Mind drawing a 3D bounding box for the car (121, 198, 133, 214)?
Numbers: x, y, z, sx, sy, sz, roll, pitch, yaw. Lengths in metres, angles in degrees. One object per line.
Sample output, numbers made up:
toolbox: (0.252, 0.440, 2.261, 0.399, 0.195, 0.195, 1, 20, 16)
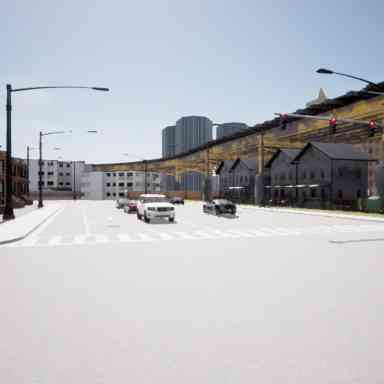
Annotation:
car: (-6.147, 1.601, 35.736, 1.895, 1.301, 4.718, 0, 0, -19)

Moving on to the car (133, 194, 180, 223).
car: (-2.969, 1.221, 26.278, 2.150, 2.045, 5.566, 0, 0, -19)

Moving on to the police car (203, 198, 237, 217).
police car: (2.538, 1.425, 32.179, 1.930, 1.638, 5.238, 0, 0, -19)

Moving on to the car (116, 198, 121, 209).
car: (-9.134, 1.546, 44.656, 2.033, 1.411, 5.357, 0, 0, -18)

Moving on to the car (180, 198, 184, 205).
car: (-2.842, 1.564, 59.062, 1.994, 1.385, 4.181, 0, 0, -22)

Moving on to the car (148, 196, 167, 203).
car: (-7.092, 1.526, 67.780, 1.812, 1.442, 4.674, 0, 0, -36)
